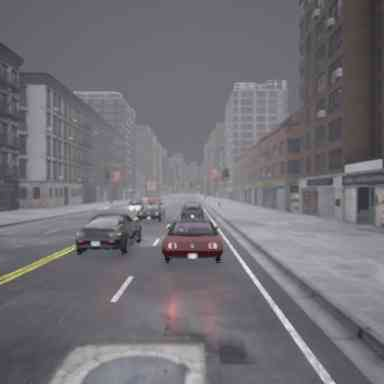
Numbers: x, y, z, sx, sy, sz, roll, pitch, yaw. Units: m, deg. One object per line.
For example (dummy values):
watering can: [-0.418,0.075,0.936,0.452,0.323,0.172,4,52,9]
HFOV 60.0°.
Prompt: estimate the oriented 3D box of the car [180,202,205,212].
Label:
car: [0.046,1.575,27.748,1.837,1.490,4.892,0,0,0]

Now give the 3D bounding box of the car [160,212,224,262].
car: [0.039,1.631,12.114,1.895,1.301,4.718,0,0,1]

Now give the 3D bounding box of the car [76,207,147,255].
car: [-3.195,1.559,13.421,1.812,1.442,4.674,0,0,1]

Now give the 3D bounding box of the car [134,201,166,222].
car: [-3.207,1.668,27.112,1.895,1.301,4.718,0,0,1]

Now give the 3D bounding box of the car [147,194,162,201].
car: [-6.524,1.362,58.674,2.150,2.045,5.566,0,0,1]

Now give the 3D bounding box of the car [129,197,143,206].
car: [-9.774,1.633,58.725,2.128,1.511,4.902,0,0,1]
